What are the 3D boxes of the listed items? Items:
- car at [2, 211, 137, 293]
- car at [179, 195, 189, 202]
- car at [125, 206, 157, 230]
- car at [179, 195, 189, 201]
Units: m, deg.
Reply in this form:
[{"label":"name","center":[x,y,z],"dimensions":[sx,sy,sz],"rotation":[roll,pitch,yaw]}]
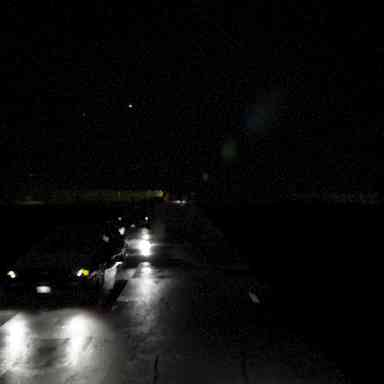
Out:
[{"label":"car","center":[-3.017,1.534,9.266],"dimensions":[2.033,1.411,5.357],"rotation":[-1,0,-1]},{"label":"car","center":[-1.661,1.592,75.036],"dimensions":[1.812,1.442,4.674],"rotation":[-1,-1,-1]},{"label":"car","center":[-3.259,1.523,20.313],"dimensions":[1.895,1.301,4.718],"rotation":[-1,0,-1]},{"label":"car","center":[-2.016,1.605,85.172],"dimensions":[1.837,1.490,4.892],"rotation":[-1,-1,7]}]
